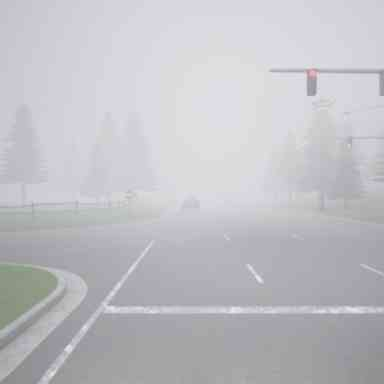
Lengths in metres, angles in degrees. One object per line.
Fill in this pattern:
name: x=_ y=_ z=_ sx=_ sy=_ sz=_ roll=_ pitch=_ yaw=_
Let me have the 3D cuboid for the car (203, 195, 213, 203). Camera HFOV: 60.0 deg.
car: x=3.377 y=1.584 z=70.994 sx=1.994 sy=1.385 sz=4.181 roll=0 pitch=0 yaw=0

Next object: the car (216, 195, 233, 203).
car: x=6.878 y=1.571 z=70.584 sx=2.033 sy=1.411 sz=5.357 roll=0 pitch=0 yaw=0

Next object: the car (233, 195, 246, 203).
car: x=10.377 y=1.556 z=71.007 sx=1.812 sy=1.442 sz=4.674 roll=0 pitch=0 yaw=0

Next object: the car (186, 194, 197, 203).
car: x=-0.123 y=1.387 z=70.959 sx=2.097 sy=1.767 sz=4.553 roll=0 pitch=0 yaw=0

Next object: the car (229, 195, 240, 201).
car: x=10.360 y=1.430 z=81.010 sx=1.994 sy=1.385 sz=4.181 roll=0 pitch=0 yaw=0

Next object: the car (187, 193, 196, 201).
car: x=-0.140 y=1.233 z=80.962 sx=2.097 sy=1.767 sz=4.553 roll=0 pitch=0 yaw=0

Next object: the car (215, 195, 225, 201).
car: x=6.860 y=1.430 z=81.004 sx=1.994 sy=1.385 sz=4.181 roll=0 pitch=0 yaw=0

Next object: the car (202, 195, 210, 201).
car: x=3.360 y=1.473 z=81.028 sx=1.895 sy=1.301 sz=4.718 roll=0 pitch=0 yaw=0

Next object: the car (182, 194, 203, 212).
car: x=-0.069 y=1.374 z=39.922 sx=2.097 sy=1.767 sz=4.553 roll=0 pitch=0 yaw=0
